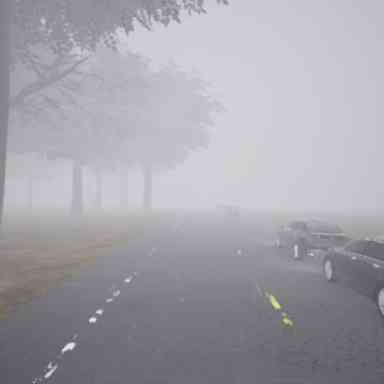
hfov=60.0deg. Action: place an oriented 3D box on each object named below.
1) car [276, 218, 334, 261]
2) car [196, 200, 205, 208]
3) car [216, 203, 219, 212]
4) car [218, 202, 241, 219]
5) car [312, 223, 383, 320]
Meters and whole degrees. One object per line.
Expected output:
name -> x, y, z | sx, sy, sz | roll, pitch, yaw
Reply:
car -> 4.797, 1.855, 13.703 | 1.837, 1.490, 4.892 | 2, -1, 2
car -> 1.951, 2.587, 75.917 | 2.097, 1.767, 4.553 | 2, -1, 2
car -> 4.826, 2.400, 53.110 | 1.882, 1.535, 5.008 | 2, -1, 2
car -> 4.462, 2.214, 37.982 | 2.033, 1.411, 5.357 | 2, -1, 2
car -> 4.632, 1.773, 7.704 | 1.837, 1.490, 4.892 | 2, -1, 2
